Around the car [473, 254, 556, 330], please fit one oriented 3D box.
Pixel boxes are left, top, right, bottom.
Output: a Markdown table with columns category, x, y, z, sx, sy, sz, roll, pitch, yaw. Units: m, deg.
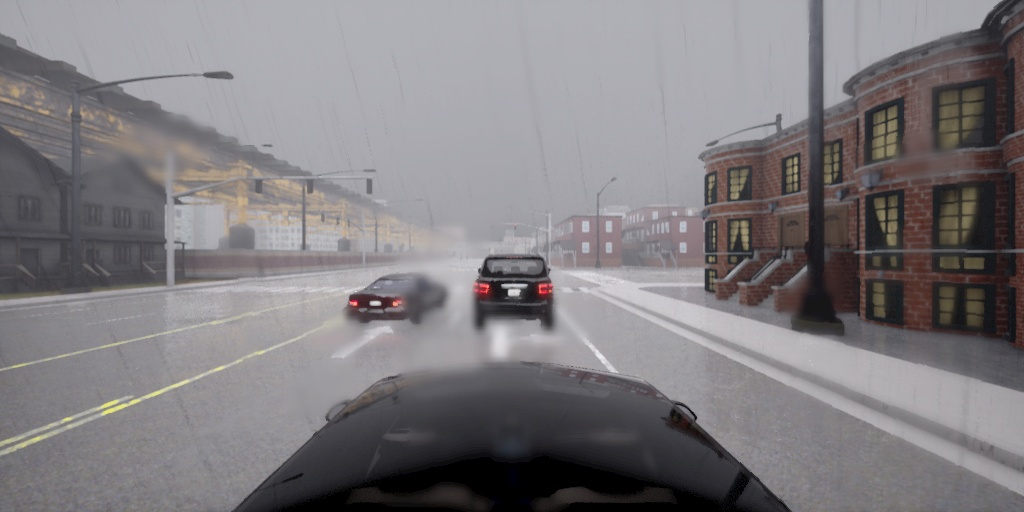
| category | x | y | z | sx | sy | sz | roll | pitch | yaw |
| --- | --- | --- | --- | --- | --- | --- | --- | --- | --- |
| car | 0.075 | 0.956 | 11.160 | 2.150 | 2.045 | 5.566 | 0 | 0 | 0 |

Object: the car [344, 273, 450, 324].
| category | x | y | z | sx | sy | sz | roll | pitch | yaw |
| --- | --- | --- | --- | --- | --- | --- | --- | --- | --- |
| car | -3.452 | 1.281 | 11.839 | 2.033 | 1.411 | 5.357 | 0 | 0 | 2 |
